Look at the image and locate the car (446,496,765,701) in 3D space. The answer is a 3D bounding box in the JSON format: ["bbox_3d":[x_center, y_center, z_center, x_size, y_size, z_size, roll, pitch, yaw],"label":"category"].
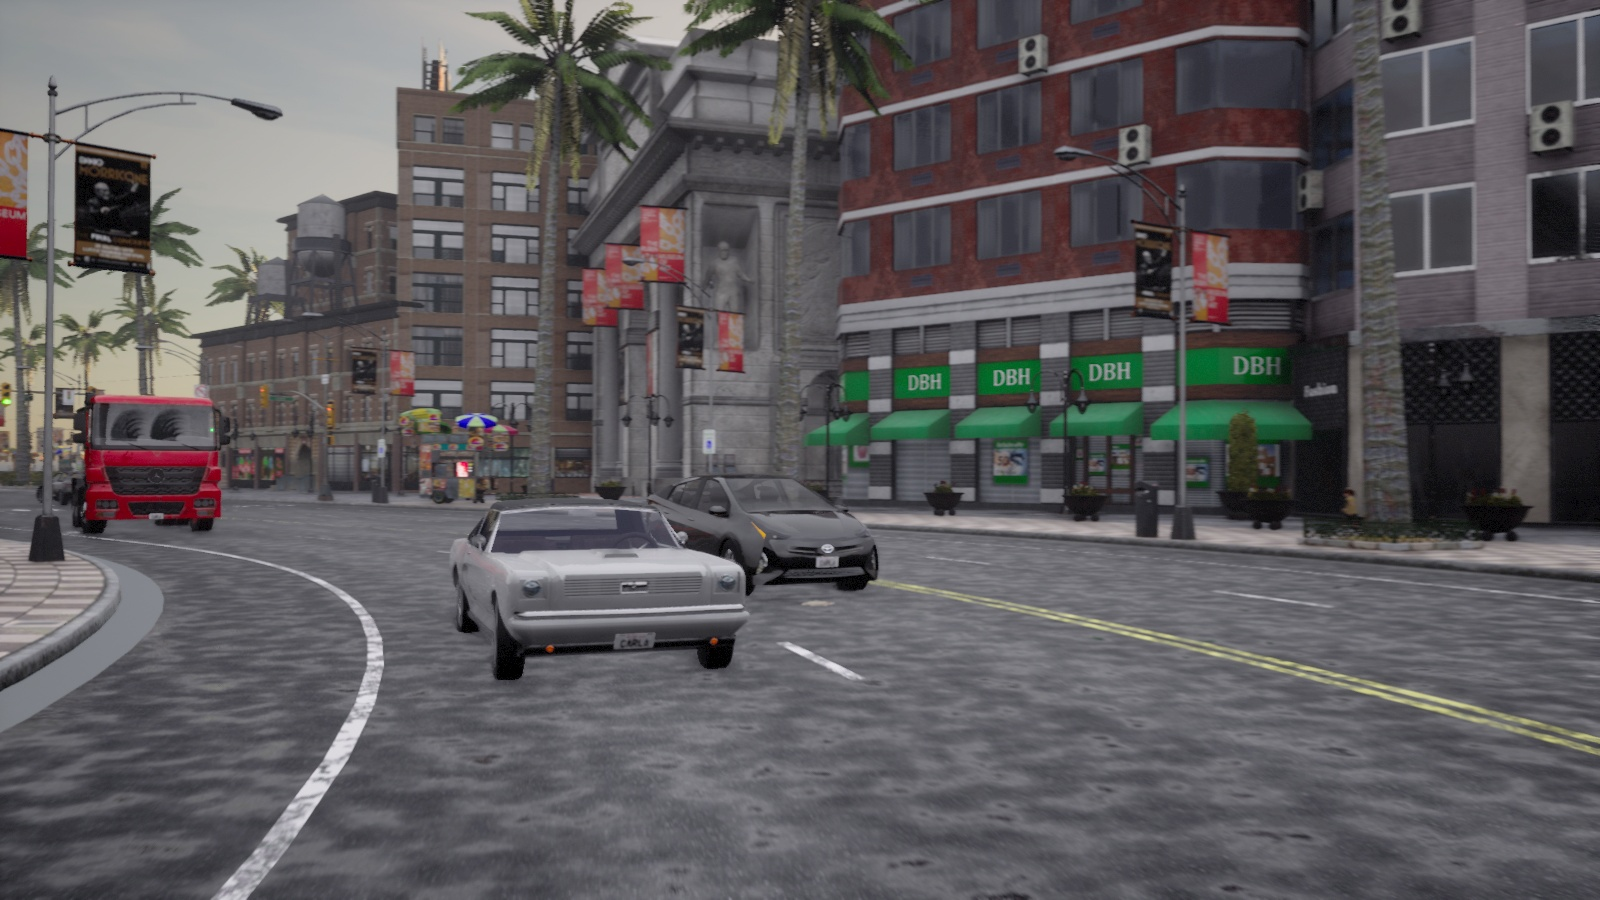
[{"bbox_3d":[-1.970,1.113,11.164,1.895,1.301,4.718,0,-1,-20],"label":"car"}]

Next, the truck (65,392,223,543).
[{"bbox_3d":[-17.335,0.478,32.867,2.891,3.462,7.936,0,-1,-33],"label":"truck"}]

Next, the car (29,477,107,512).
[{"bbox_3d":[-32.443,1.938,55.605,4.193,1.474,1.816,-1,-1,43],"label":"car"}]

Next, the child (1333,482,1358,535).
[{"bbox_3d":[11.646,1.237,26.798,0.255,1.110,0.394,0,-1,-37],"label":"child"}]

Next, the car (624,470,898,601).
[{"bbox_3d":[-0.703,1.055,17.279,2.007,1.525,4.514,0,-1,-27],"label":"car"}]
